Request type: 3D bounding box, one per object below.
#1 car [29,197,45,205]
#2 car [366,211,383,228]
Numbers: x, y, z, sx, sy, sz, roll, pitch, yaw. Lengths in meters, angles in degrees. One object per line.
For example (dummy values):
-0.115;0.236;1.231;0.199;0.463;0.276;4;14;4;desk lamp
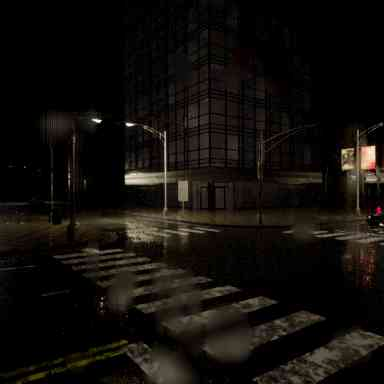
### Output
-28.678;1.691;61.458;2.033;1.411;5.357;0;0;-36;car
12.949;1.606;20.809;4.718;1.301;1.895;0;0;-35;car
